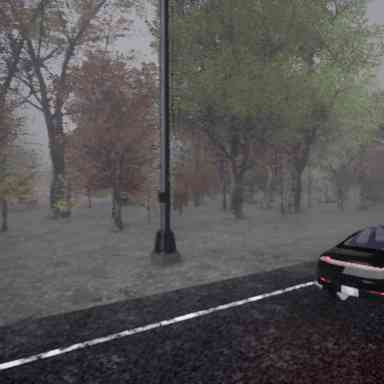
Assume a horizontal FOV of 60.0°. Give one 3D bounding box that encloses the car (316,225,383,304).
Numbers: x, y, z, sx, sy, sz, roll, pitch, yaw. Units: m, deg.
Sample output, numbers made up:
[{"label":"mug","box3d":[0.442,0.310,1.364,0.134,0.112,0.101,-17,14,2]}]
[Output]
[{"label":"car","box3d":[4.658,1.458,7.064,4.902,1.511,2.128,0,0,-35]}]
